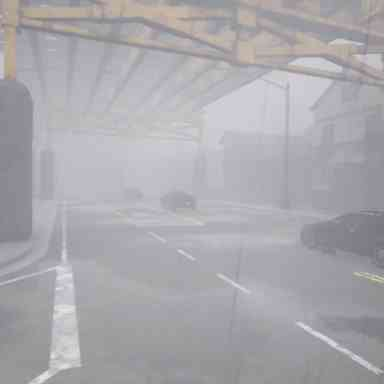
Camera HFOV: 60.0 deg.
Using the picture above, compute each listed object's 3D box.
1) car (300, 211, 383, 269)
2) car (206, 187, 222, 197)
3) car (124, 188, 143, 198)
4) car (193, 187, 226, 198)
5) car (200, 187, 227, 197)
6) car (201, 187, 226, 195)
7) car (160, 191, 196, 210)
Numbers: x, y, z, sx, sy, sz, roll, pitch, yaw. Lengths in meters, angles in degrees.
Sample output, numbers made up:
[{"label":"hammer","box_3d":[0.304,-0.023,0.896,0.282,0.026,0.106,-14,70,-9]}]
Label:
[{"label":"car","box_3d":[5.470,1.311,10.456,1.812,1.442,4.674,0,2,-21]},{"label":"car","box_3d":[2.809,-0.142,51.361,4.536,1.218,1.853,1,2,9]},{"label":"car","box_3d":[-8.091,0.092,45.778,1.994,1.385,4.181,0,2,-21]},{"label":"car","box_3d":[2.755,0.014,51.373,4.974,1.542,2.038,1,2,9]},{"label":"car","box_3d":[3.606,-0.075,55.005,2.038,1.542,4.974,2,2,39]},{"label":"car","box_3d":[3.641,-0.233,55.041,1.853,1.218,4.536,2,2,39]},{"label":"car","box_3d":[-1.247,0.640,27.971,1.882,1.535,5.008,0,2,-21]}]
